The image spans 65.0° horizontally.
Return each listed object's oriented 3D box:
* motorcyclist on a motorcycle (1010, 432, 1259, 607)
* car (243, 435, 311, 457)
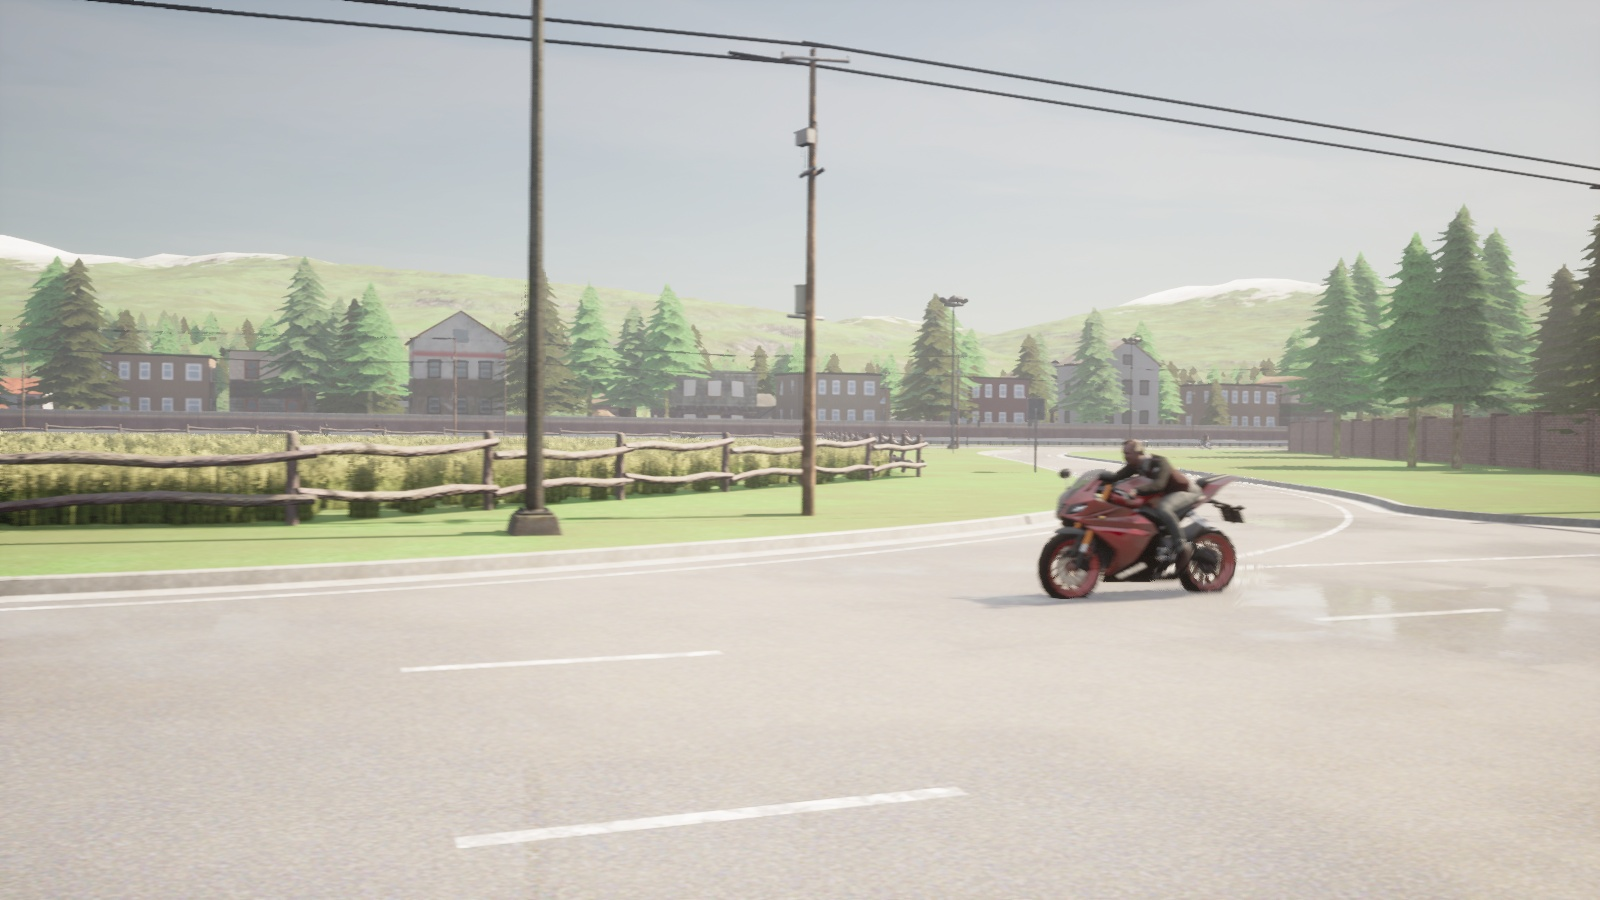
[{"bbox_3d":[3.178,0.604,11.934,2.191,1.530,0.866,-1,1,-21],"label":"motorcyclist on a motorcycle"},{"bbox_3d":[-38.239,-0.337,91.886,4.514,1.525,2.007,-1,1,-21],"label":"car"}]
